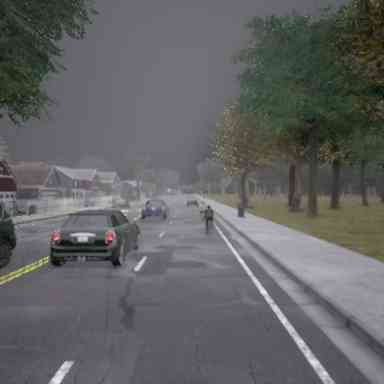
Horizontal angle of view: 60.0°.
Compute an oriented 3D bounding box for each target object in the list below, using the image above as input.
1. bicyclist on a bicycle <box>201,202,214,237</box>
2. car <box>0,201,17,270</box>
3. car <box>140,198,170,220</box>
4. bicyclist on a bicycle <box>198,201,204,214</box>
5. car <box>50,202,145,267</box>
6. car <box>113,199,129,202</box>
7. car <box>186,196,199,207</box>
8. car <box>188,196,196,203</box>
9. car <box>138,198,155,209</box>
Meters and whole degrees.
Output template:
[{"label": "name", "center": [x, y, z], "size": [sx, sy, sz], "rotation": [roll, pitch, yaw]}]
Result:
[{"label": "bicyclist on a bicycle", "center": [0.896, 1.502, 17.246], "size": [0.582, 1.620, 1.656], "rotation": [0, 0, 0]}, {"label": "car", "center": [-6.602, 1.245, 8.248], "size": [2.150, 2.045, 5.566], "rotation": [0, 0, 0]}, {"label": "car", "center": [-3.150, 1.436, 29.490], "size": [2.097, 1.767, 4.553], "rotation": [0, 0, 0]}, {"label": "bicyclist on a bicycle", "center": [0.874, 1.510, 25.833], "size": [0.866, 1.612, 1.509], "rotation": [0, 0, 0]}, {"label": "car", "center": [-3.150, 1.385, 11.717], "size": [2.097, 1.767, 4.553], "rotation": [0, 0, 0]}, {"label": "car", "center": [-9.834, 1.665, 46.333], "size": [1.812, 1.442, 4.674], "rotation": [0, 0, 0]}, {"label": "car", "center": [0.077, 1.700, 56.658], "size": [1.812, 1.442, 4.674], "rotation": [0, 0, 0]}, {"label": "car", "center": [-0.004, 1.731, 74.462], "size": [1.837, 1.490, 4.892], "rotation": [0, 0, 0]}, {"label": "car", "center": [-6.580, 1.673, 48.697], "size": [1.812, 1.442, 4.674], "rotation": [0, 0, 0]}]
